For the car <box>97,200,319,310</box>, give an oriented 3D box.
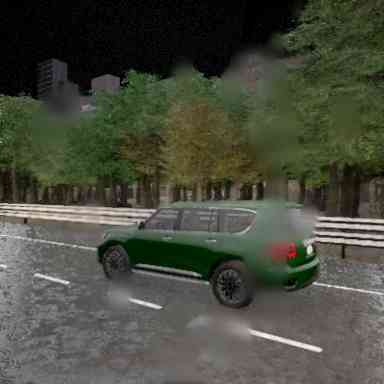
[{"bbox_3d":[0.123,1.223,8.084,5.566,2.045,2.150,0,0,36],"label":"car"}]
